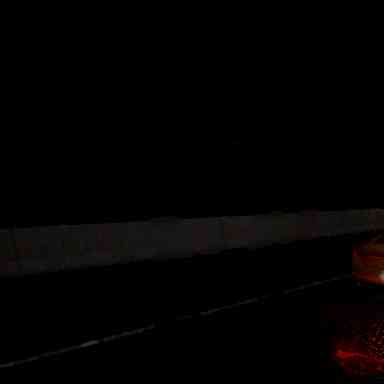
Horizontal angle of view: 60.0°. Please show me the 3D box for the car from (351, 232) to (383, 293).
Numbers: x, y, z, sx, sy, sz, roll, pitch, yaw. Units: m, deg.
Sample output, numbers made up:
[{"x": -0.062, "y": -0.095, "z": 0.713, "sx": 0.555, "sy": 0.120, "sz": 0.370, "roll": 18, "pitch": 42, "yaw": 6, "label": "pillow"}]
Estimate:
[{"x": 5.766, "y": 1.495, "z": 7.856, "sx": 5.008, "sy": 1.535, "sz": 1.882, "roll": 0, "pitch": 0, "yaw": -35, "label": "car"}]
